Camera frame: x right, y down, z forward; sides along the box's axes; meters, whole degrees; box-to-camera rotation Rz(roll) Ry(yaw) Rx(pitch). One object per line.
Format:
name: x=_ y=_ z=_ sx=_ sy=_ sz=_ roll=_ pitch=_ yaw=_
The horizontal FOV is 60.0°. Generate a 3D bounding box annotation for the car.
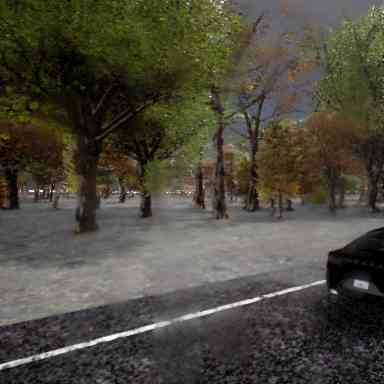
car: x=5.009 y=1.487 z=7.325 sx=5.008 sy=1.535 sz=1.882 roll=0 pitch=0 yaw=-35
